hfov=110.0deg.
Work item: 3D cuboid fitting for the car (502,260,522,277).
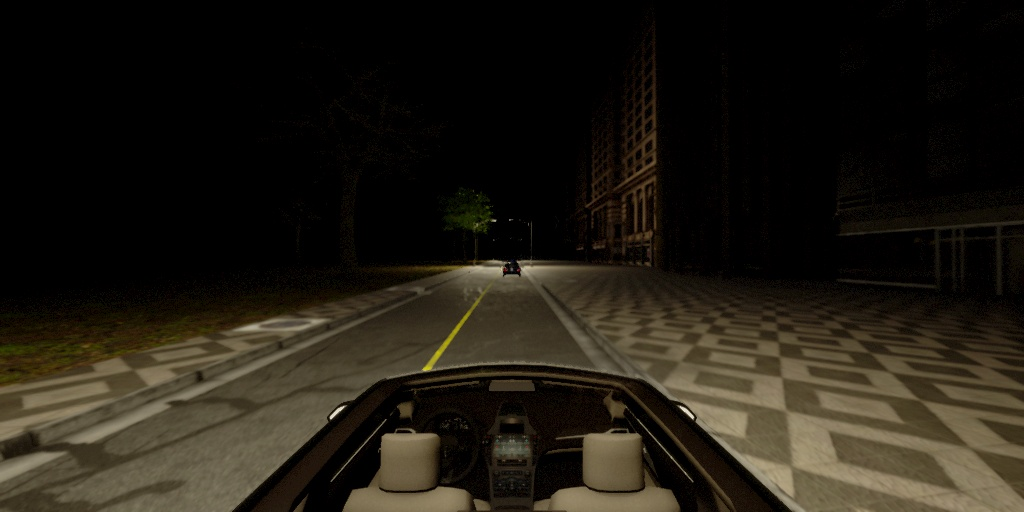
[{"bbox_3d":[-0.003,1.347,35.495,2.033,1.411,5.357,0,0,0],"label":"car"}]
